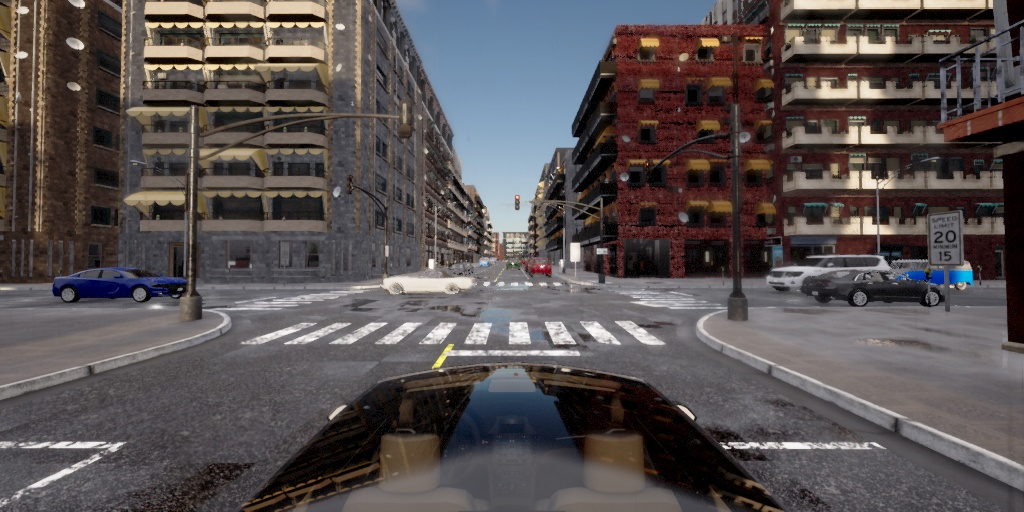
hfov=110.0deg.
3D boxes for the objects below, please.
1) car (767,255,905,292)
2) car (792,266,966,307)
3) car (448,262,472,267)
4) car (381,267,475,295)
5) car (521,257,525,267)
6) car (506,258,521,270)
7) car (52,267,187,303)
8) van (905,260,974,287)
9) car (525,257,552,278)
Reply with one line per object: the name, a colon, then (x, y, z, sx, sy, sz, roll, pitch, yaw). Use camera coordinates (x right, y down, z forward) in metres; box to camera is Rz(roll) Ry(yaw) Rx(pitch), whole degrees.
car: (16.824, 0.964, 19.107, 5.566, 2.045, 2.150, 0, -1, 0)
car: (13.767, 1.185, 13.683, 4.403, 1.370, 2.007, 0, 0, 0)
car: (-5.255, 1.328, 33.966, 1.948, 1.339, 4.313, 0, 0, 0)
car: (-4.398, 1.400, 19.189, 4.718, 1.301, 1.895, 0, -1, 0)
car: (2.647, 1.086, 45.120, 2.192, 1.841, 5.009, 0, 0, 0)
car: (0.198, 1.143, 54.320, 2.097, 1.767, 4.553, 0, 0, 0)
car: (-17.587, 1.254, 16.304, 5.008, 1.535, 1.882, 0, -1, 0)
van: (24.939, 1.115, 21.515, 3.998, 1.789, 1.690, 0, 0, 0)
car: (2.626, 1.077, 33.997, 2.192, 1.841, 5.009, 0, 0, 0)
